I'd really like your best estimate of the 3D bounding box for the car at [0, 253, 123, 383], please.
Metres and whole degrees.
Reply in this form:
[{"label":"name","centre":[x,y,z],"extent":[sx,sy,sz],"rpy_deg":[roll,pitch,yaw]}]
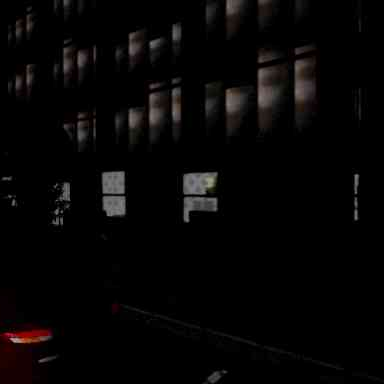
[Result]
[{"label":"car","centre":[-2.815,1.574,4.882],"extent":[4.206,1.307,1.802],"rpy_deg":[0,0,35]}]
